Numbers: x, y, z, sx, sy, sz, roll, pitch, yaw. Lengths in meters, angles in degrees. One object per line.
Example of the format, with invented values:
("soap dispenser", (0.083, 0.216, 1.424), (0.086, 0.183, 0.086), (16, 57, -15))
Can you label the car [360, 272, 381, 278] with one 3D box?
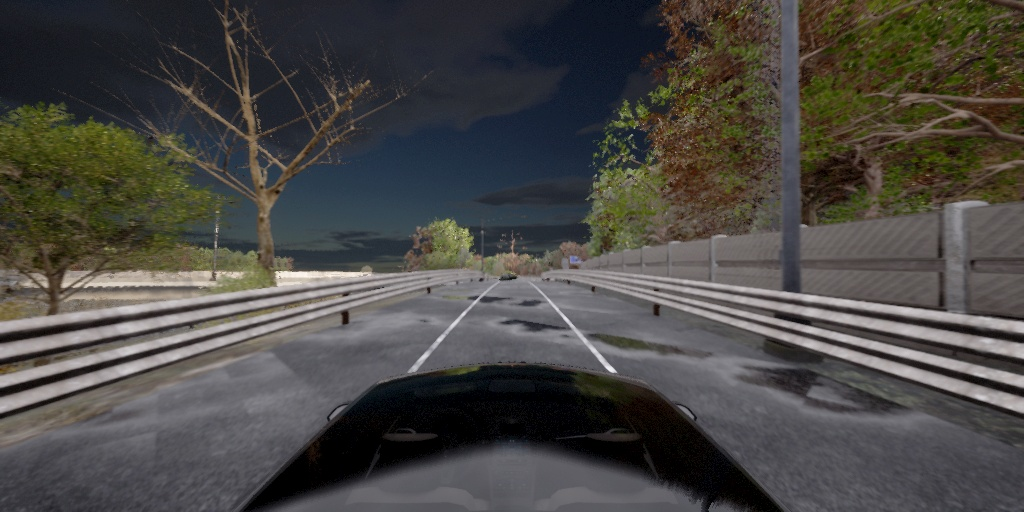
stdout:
("car", (-21.645, 3.241, 56.254), (4.181, 1.385, 1.994), (3, -5, -40))
